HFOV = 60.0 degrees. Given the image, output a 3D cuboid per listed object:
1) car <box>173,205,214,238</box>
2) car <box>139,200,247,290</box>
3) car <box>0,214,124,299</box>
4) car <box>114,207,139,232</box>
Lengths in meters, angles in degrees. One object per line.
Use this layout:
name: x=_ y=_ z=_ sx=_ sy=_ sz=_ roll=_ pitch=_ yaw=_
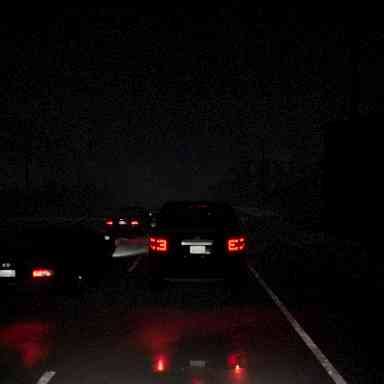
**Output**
car: x=0.091 y=1.547 z=19.119 sx=2.033 sy=1.411 sz=5.357 roll=0 pitch=0 yaw=0
car: x=0.095 y=1.221 z=9.188 sx=2.150 sy=2.045 sz=5.566 roll=0 pitch=0 yaw=0
car: x=-3.410 y=1.547 z=8.648 sx=2.033 sy=1.411 sz=5.357 roll=0 pitch=0 yaw=0
car: x=-3.412 y=1.547 z=18.719 sx=2.033 sy=1.411 sz=5.357 roll=0 pitch=0 yaw=0
